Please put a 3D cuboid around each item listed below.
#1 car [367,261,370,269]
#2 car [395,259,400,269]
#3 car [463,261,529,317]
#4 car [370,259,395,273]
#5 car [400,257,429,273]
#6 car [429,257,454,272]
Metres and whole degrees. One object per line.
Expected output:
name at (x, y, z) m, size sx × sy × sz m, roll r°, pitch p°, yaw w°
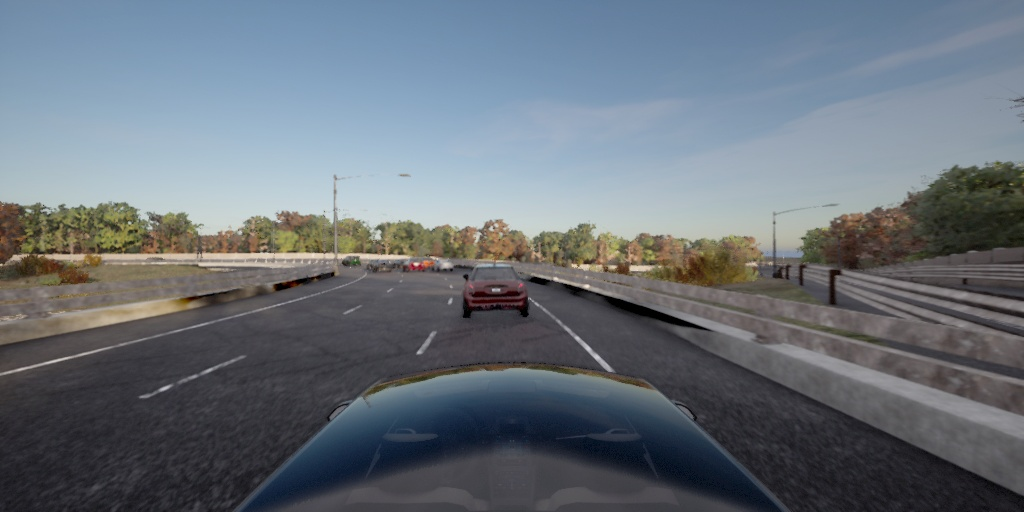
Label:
car at (-19.380, 1.193, 50.948) m, size 1.837 × 1.490 × 4.892 m, roll -1°, pitch 1°, yaw -30°
car at (-16.326, 1.163, 52.652) m, size 1.837 × 1.490 × 4.892 m, roll -1°, pitch 1°, yaw -30°
car at (-0.719, 1.058, 13.147) m, size 2.097 × 1.767 × 4.553 m, roll -1°, pitch 0°, yaw -6°
car at (-15.260, 1.198, 42.197) m, size 1.837 × 1.490 × 4.892 m, roll -1°, pitch 0°, yaw -24°
car at (-11.750, 1.015, 42.903) m, size 2.097 × 1.767 × 4.553 m, roll -1°, pitch 0°, yaw -24°
car at (-8.558, 1.159, 44.309) m, size 1.812 × 1.442 × 4.674 m, roll -1°, pitch 0°, yaw -24°
